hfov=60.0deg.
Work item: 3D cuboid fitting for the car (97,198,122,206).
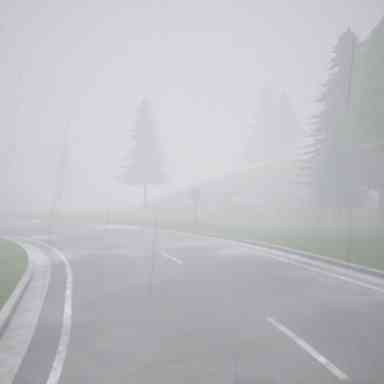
[{"bbox_3d":[-16.715,2.204,69.034,1.812,1.442,4.674,0,-1,36],"label":"car"}]

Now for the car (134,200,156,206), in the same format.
[{"bbox_3d":[-9.560,2.257,67.011,1.895,1.301,4.718,0,-1,36],"label":"car"}]

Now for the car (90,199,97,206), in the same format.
[{"bbox_3d":[-19.545,2.055,71.095,2.097,1.767,4.553,0,-1,36],"label":"car"}]
